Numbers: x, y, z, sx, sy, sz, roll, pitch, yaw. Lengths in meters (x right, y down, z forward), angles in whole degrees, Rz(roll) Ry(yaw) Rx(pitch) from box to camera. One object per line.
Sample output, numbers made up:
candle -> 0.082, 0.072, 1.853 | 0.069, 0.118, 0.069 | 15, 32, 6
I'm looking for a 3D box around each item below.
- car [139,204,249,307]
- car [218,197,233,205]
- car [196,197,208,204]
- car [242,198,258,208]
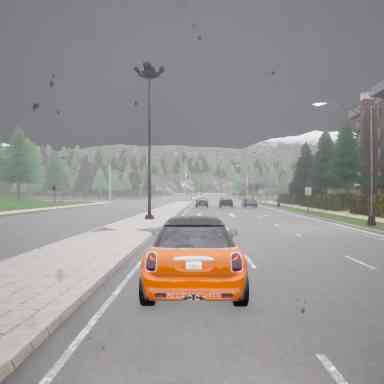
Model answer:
car -> 0.068, 1.352, 8.168 | 2.097, 1.767, 4.553 | 0, 0, 1
car -> 4.990, 1.477, 49.356 | 1.882, 1.535, 5.008 | 0, 0, 2
car -> 1.480, 1.526, 49.147 | 1.812, 1.442, 4.674 | 0, 0, 2
car -> 8.488, 1.547, 49.227 | 2.033, 1.411, 5.357 | 0, 0, 2
